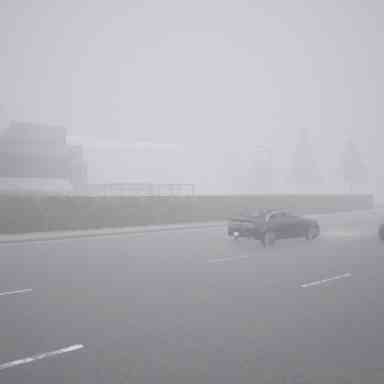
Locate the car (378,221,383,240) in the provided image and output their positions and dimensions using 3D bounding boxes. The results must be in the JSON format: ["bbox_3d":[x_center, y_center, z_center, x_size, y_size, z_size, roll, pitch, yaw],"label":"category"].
[{"bbox_3d":[10.588,1.564,15.595,4.181,1.385,1.994,0,0,-35],"label":"car"}]

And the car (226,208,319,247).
[{"bbox_3d":[3.770,1.491,15.032,4.902,1.511,2.128,0,0,-35],"label":"car"}]
